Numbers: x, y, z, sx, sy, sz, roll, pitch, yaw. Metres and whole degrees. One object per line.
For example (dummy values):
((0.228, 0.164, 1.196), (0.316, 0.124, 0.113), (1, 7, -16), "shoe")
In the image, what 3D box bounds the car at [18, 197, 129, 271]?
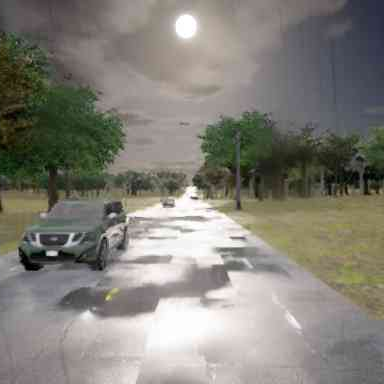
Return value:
((-3.598, 1.226, 11.313), (2.150, 2.045, 5.566), (0, 0, 0), "car")

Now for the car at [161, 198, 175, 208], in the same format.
((-3.563, 1.672, 51.141), (2.033, 1.411, 5.357), (0, 0, 0), "car")
